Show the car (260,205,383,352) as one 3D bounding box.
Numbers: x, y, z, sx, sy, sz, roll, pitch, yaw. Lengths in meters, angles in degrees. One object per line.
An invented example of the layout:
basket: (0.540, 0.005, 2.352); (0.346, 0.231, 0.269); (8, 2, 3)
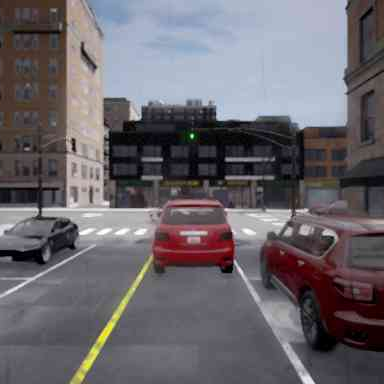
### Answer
car: (2.639, 1.320, 6.161); (2.192, 1.841, 5.009); (0, 0, 0)

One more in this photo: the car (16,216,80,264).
car: (-5.385, 1.575, 11.824); (1.947, 1.339, 4.313); (0, 0, 0)

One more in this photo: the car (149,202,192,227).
car: (-1.656, 1.544, 24.003); (1.812, 1.442, 4.674); (1, 0, -21)

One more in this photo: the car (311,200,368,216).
car: (15.046, 1.590, 34.161); (5.008, 1.535, 1.882); (0, 0, 0)

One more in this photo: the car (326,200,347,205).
car: (13.583, 1.650, 30.903); (5.357, 1.411, 2.033); (0, 0, 0)

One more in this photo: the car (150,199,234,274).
car: (0.028, 1.232, 10.693); (2.150, 2.045, 5.566); (0, 0, 0)

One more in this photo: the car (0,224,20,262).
car: (-5.386, 1.556, 6.162); (2.008, 1.369, 4.403); (0, 0, 0)
